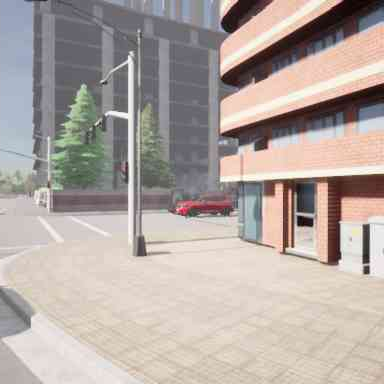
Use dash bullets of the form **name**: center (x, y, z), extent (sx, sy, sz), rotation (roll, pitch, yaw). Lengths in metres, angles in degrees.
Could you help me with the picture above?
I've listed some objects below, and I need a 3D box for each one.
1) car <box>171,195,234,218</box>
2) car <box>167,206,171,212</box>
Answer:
- **car**: center (1.245, 1.268, 30.771), extent (5.566, 2.045, 2.150), rotation (0, 0, -27)
- **car**: center (-0.101, 1.646, 34.010), extent (4.718, 1.301, 1.895), rotation (0, 0, -27)
